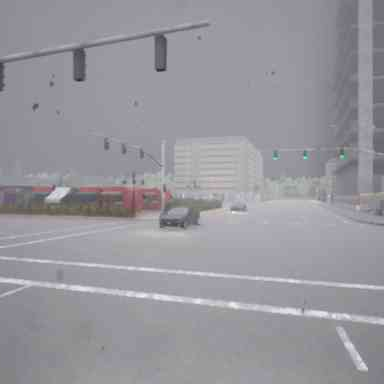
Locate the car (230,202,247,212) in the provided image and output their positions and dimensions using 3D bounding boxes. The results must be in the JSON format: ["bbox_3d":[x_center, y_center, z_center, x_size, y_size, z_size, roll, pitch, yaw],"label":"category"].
[{"bbox_3d":[6.822,2.200,48.170,1.994,1.385,4.181,0,-1,18],"label":"car"}]

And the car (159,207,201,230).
[{"bbox_3d":[-0.785,1.823,24.420,1.882,1.535,5.008,0,-1,18],"label":"car"}]
